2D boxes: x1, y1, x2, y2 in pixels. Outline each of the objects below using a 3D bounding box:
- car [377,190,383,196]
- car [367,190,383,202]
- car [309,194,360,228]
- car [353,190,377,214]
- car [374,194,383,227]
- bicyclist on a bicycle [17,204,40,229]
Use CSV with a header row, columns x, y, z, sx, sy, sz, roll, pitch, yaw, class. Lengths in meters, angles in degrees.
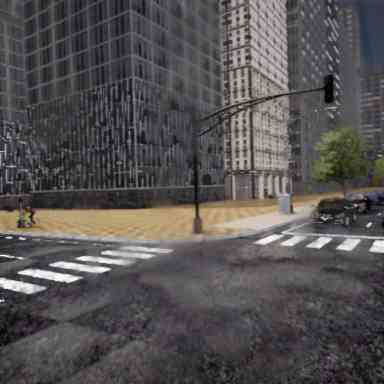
x,y,z,sx,sy,sz,roll,pitch,yaw,class
19.023,0.682,35.452,2.033,1.411,5.357,-1,1,33,car
24.798,0.446,44.261,2.033,1.411,5.357,-1,1,33,car
8.034,1.090,18.845,1.837,1.490,4.892,-1,1,33,car
13.211,0.863,26.710,2.128,1.511,4.902,-1,1,34,car
11.487,1.044,18.182,2.033,1.411,5.357,-1,1,33,car
-11.109,1.658,22.577,0.582,1.620,1.656,-2,1,34,bicyclist on a bicycle
